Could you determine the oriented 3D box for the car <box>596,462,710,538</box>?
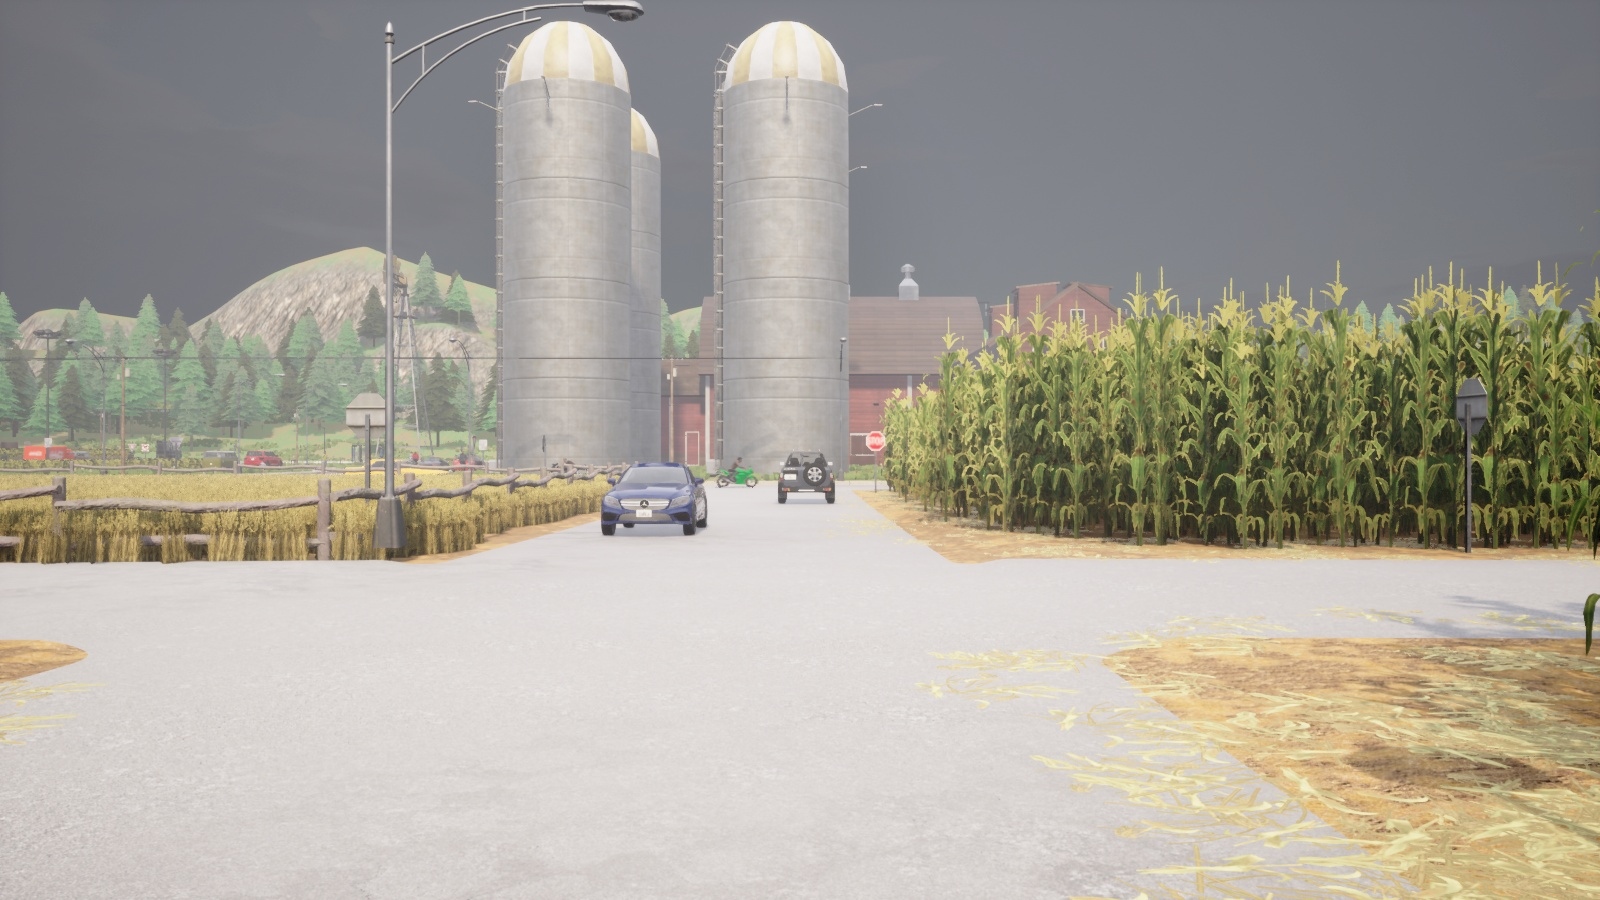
[{"bbox_3d":[-2.965,0.969,26.274,1.812,1.442,4.674,0,-1,0],"label":"car"}]

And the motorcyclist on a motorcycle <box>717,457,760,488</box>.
[{"bbox_3d":[-2.979,1.091,61.023,2.044,1.523,0.797,0,0,0],"label":"motorcyclist on a motorcycle"}]

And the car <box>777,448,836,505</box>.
[{"bbox_3d":[0.214,0.880,43.366,1.932,1.855,4.605,0,0,0],"label":"car"}]

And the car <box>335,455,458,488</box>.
[{"bbox_3d":[-19.556,1.034,60.985,5.366,1.575,1.801,0,0,0],"label":"car"}]
